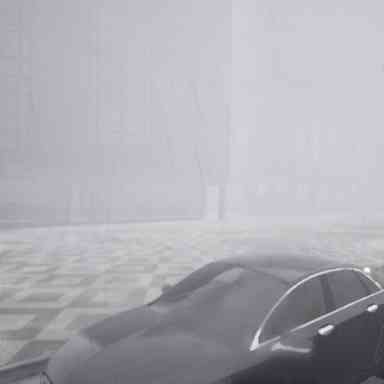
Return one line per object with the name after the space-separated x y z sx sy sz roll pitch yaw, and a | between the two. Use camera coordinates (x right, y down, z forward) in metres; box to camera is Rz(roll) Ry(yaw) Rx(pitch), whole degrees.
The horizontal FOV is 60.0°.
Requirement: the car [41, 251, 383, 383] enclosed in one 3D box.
0.835 1.570 3.989 4.892 1.490 1.837 1 -1 -37 | car
